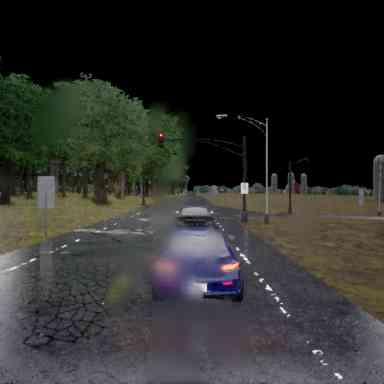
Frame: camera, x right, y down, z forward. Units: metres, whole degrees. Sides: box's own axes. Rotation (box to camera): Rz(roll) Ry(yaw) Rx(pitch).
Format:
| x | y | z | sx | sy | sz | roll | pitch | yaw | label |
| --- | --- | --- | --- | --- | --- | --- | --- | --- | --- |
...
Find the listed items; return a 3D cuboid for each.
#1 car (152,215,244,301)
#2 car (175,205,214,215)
| x | y | z | sx | sy | sz | roll | pitch | yaw | label |
| --- | --- | --- | --- | --- | --- | --- | --- | --- | --- |
| 0.122 | 1.516 | 8.153 | 1.812 | 1.442 | 4.674 | 0 | 0 | 0 | car |
| 0.138 | 1.432 | 17.431 | 1.882 | 1.535 | 5.008 | 0 | 0 | 0 | car |
